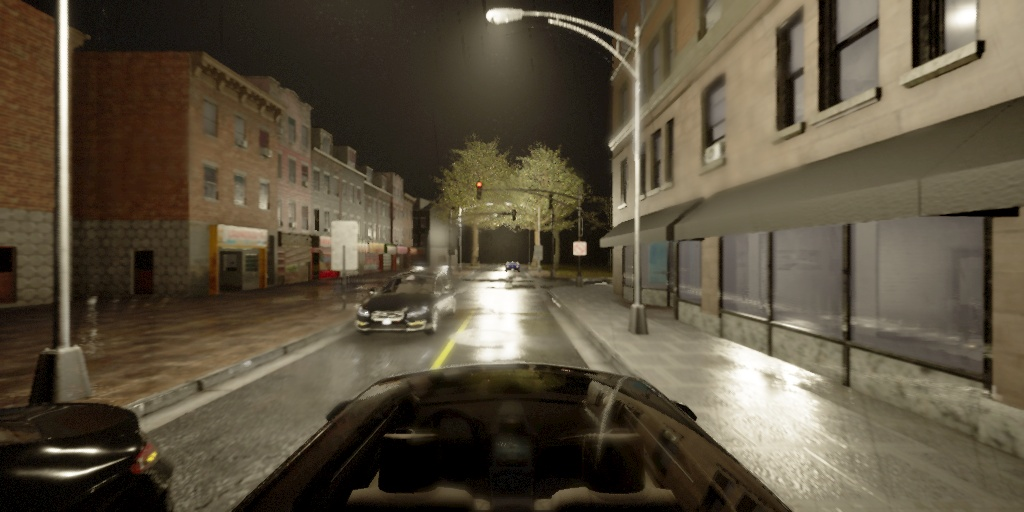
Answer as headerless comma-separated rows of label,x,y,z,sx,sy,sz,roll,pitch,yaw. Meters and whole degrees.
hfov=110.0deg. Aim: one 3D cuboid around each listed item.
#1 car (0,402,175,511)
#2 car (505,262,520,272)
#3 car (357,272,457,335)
car,-2.835,1.277,0.121,1.812,1.442,4.674,0,0,1
car,0.081,1.355,45.935,1.895,1.301,4.718,0,0,0
car,-2.812,1.245,10.529,1.837,1.490,4.892,0,0,0
